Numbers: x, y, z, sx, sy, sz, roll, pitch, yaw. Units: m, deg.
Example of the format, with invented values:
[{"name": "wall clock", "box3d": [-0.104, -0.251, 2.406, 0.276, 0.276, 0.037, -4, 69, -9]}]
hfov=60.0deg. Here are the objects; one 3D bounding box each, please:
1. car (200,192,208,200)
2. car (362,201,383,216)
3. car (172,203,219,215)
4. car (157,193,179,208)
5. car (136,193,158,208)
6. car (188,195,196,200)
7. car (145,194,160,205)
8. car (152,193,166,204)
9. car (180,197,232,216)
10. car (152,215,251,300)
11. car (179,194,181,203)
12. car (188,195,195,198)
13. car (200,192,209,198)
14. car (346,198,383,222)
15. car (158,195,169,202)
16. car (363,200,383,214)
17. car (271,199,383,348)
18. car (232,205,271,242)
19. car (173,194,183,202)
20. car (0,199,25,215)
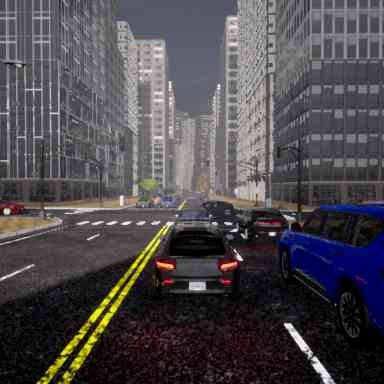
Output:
[{"name": "car", "box3d": [3.188, 0.967, 89.619, 2.150, 2.045, 5.566, 0, 0, 0]}, {"name": "car", "box3d": [20.058, 1.709, 34.114, 4.181, 1.385, 1.994, 1, 1, 1]}, {"name": "car", "box3d": [0.089, 1.538, 17.544, 2.033, 1.411, 5.357, 0, 0, 0]}, {"name": "car", "box3d": [-3.378, 1.318, 47.883, 2.097, 1.767, 4.553, 0, 0, 0]}, {"name": "car", "box3d": [-6.660, 1.318, 47.835, 2.097, 1.767, 4.553, 0, 0, 1]}, {"name": "car", "box3d": [-0.063, 1.461, 90.703, 1.994, 1.385, 4.181, 0, 0, 0]}, {"name": "car", "box3d": [-6.624, 1.309, 56.473, 2.097, 1.767, 4.553, 0, 0, 0]}, {"name": "car", "box3d": [-6.577, 1.166, 66.002, 2.150, 2.045, 5.566, 0, 0, 1]}, {"name": "car", "box3d": [1.722, 1.535, 31.531, 4.892, 1.490, 1.837, 0, -1, -31]}, {"name": "car", "box3d": [0.093, 1.522, 8.270, 1.812, 1.442, 4.674, 0, 0, 0]}, {"name": "car", "box3d": [-3.374, 1.503, 57.355, 2.033, 1.411, 5.357, 0, 0, 0]}, {"name": "car", "box3d": [-0.056, 1.464, 80.807, 2.033, 1.411, 5.357, 0, 0, 0]}, {"name": "car", "box3d": [3.196, 1.443, 79.589, 1.812, 1.442, 4.674, 0, 0, 0]}, {"name": "car", "box3d": [16.181, 1.519, 28.391, 5.009, 1.841, 2.192, 1, 0, 1]}, {"name": "car", "box3d": [-6.554, 1.470, 76.482, 2.033, 1.411, 5.357, 0, 0, 0]}, {"name": "car", "box3d": [21.784, 1.643, 36.682, 4.829, 1.417, 1.752, 1, 0, 1]}, {"name": "car", "box3d": [3.349, 1.218, 6.413, 2.150, 2.045, 5.566, 0, 0, 0]}, {"name": "car", "box3d": [3.339, 1.496, 16.273, 1.837, 1.490, 4.892, 0, 0, 0]}, {"name": "car", "box3d": [-3.304, 1.284, 77.379, 2.097, 1.767, 4.553, 0, 0, 0]}, {"name": "car", "box3d": [-18.539, 1.330, 31.516, 5.008, 1.535, 1.882, 1, 1, 1]}]
